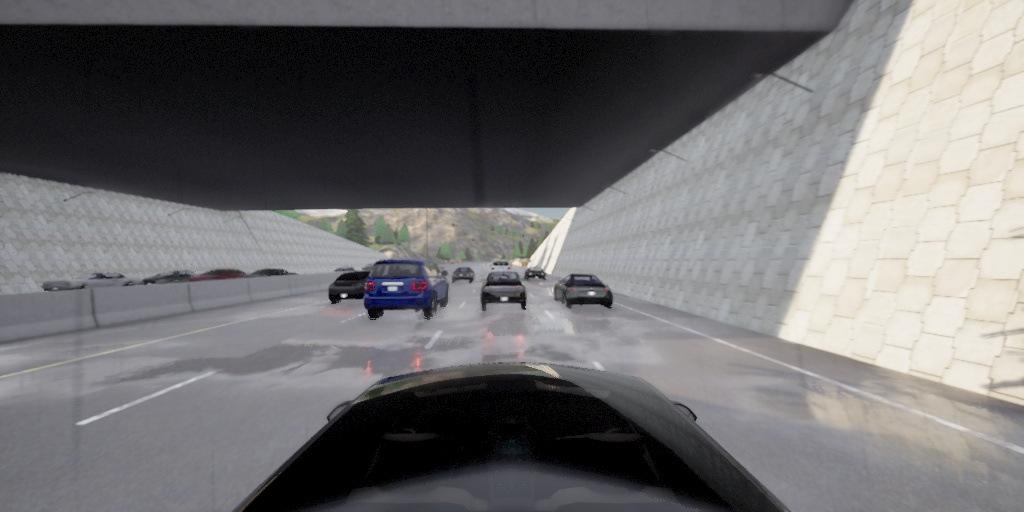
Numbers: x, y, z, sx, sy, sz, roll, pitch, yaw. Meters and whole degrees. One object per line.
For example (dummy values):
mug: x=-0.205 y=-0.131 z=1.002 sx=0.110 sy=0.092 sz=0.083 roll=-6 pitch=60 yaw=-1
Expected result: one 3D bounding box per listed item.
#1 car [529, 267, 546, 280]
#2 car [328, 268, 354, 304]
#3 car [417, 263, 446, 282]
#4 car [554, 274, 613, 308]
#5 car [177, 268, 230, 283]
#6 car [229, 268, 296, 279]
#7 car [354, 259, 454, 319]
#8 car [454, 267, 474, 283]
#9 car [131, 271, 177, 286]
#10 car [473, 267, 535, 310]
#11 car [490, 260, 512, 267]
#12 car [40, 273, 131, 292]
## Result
car: x=2.359 y=1.823 z=37.583 sx=1.895 sy=1.301 sz=4.718 roll=0 pitch=-1 yaw=-2
car: x=-7.454 y=1.515 z=18.127 sx=1.837 sy=1.490 sz=4.892 roll=0 pitch=-1 yaw=-2
car: x=-8.119 y=1.616 z=36.740 sx=2.097 sy=1.767 sz=4.553 roll=0 pitch=-1 yaw=-2
car: x=3.113 y=1.495 z=16.322 sx=1.994 sy=1.385 sz=4.181 roll=0 pitch=-1 yaw=-2
car: x=-21.983 y=1.683 z=27.133 sx=1.882 sy=1.535 sz=5.008 roll=0 pitch=-1 yaw=-2
car: x=-18.486 y=1.667 z=27.267 sx=1.882 sy=1.535 sz=5.008 roll=0 pitch=-1 yaw=-2
car: x=-3.814 y=1.155 z=13.870 sx=2.150 sy=2.045 sz=5.566 roll=0 pitch=-1 yaw=-2
car: x=-4.512 y=1.754 z=33.817 sx=2.033 sy=1.411 sz=5.357 roll=0 pitch=-1 yaw=-2
car: x=-25.484 y=1.787 z=27.111 sx=1.994 sy=1.385 sz=4.181 roll=0 pitch=-1 yaw=-2
car: x=-0.374 y=1.435 z=15.949 sx=2.128 sy=1.511 sz=4.902 roll=0 pitch=-1 yaw=-2
car: x=-1.157 y=1.466 z=37.954 sx=2.150 sy=2.045 sz=5.566 roll=0 pitch=-1 yaw=-2
car: x=-28.907 y=1.812 z=24.867 sx=1.895 sy=1.301 sz=4.718 roll=0 pitch=-1 yaw=-2
